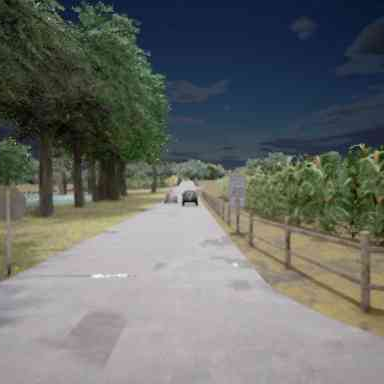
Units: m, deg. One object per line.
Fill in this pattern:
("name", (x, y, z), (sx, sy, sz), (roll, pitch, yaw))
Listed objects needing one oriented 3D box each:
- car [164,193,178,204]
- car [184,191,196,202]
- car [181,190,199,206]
("car", (-3.038, 0.938, 49.086), (1.812, 1.442, 4.674), (0, 1, 0))
("car", (-0.321, 0.736, 54.928), (1.882, 1.535, 5.008), (0, 2, 0))
("car", (-0.262, 0.742, 44.537), (2.150, 2.045, 5.566), (0, 1, 0))
